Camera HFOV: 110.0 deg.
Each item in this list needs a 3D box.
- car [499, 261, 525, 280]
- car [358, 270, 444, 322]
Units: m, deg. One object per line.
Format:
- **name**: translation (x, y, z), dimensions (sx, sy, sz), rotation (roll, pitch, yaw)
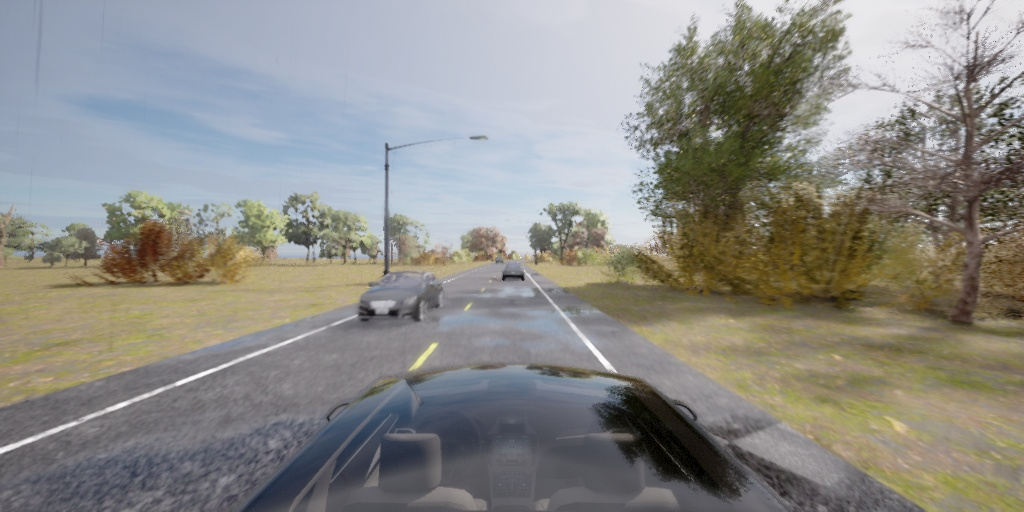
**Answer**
- **car**: translation (0.110, 1.374, 32.235), dimensions (1.994, 1.385, 4.181), rotation (0, 0, 0)
- **car**: translation (-3.593, 1.263, 12.368), dimensions (2.128, 1.511, 4.902), rotation (0, 0, 0)
